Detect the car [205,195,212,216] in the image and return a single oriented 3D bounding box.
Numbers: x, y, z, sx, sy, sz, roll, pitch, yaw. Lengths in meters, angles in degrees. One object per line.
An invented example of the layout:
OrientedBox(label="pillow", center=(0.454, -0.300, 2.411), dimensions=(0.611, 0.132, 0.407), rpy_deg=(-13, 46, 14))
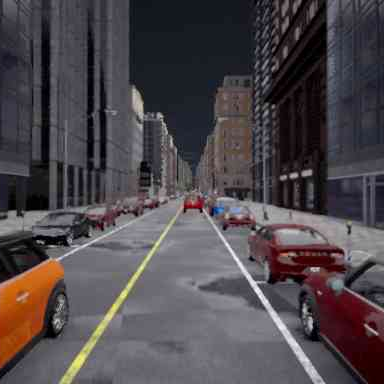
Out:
OrientedBox(label="car", center=(2.678, 1.345, 31.952), dimensions=(2.192, 1.841, 5.009), rpy_deg=(1, 0, 0))

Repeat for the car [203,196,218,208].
OrientedBox(label="car", center=(2.677, 1.490, 48.825), dimensions=(1.967, 1.590, 4.097), rpy_deg=(1, 0, 0))

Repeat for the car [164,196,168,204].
OrientedBox(label="car", center=(-5.849, 1.589, 59.912), dimensions=(1.752, 1.417, 4.829), rpy_deg=(1, 0, 0))

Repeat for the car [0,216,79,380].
OrientedBox(label="car", center=(-3.082, 1.355, 3.574), dimensions=(2.097, 1.767, 4.553), rpy_deg=(0, 0, 0))

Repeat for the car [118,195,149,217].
OrientedBox(label="car", center=(-5.847, 1.344, 31.960), dimensions=(2.192, 1.841, 5.009), rpy_deg=(1, 0, 0))

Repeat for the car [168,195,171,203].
OrientedBox(label="car", center=(-5.850, 1.616, 65.707), dimensions=(1.887, 1.381, 4.507), rpy_deg=(1, 0, 0))

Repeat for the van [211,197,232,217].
OrientedBox(label="van", center=(2.678, 1.365, 26.328), dimensions=(1.690, 1.788, 3.998), rpy_deg=(1, 0, 0))

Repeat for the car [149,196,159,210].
OrientedBox(label="car", center=(-5.850, 1.587, 43.208), dimensions=(1.887, 1.381, 4.507), rpy_deg=(1, 0, 0))

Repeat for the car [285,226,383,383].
OrientedBox(label="car", center=(2.677, 1.444, 3.830), dimensions=(1.967, 1.590, 4.097), rpy_deg=(1, 0, 0))

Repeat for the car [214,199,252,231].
OrientedBox(label="car", center=(2.677, 1.458, 20.703), dimensions=(1.967, 1.590, 4.097), rpy_deg=(1, 0, 0))

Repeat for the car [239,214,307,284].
OrientedBox(label="car", center=(2.677, 1.553, 9.455), dimensions=(1.887, 1.381, 4.507), rpy_deg=(1, 0, 0))

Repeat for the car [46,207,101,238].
OrientedBox(label="car", center=(-5.850, 1.578, 15.086), dimensions=(1.947, 1.339, 4.313), rpy_deg=(1, 0, 0))

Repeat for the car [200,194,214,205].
OrientedBox(label="car", center=(2.678, 1.379, 60.074), dimensions=(2.192, 1.841, 5.009), rpy_deg=(1, 0, 0))

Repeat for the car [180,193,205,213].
OrientedBox(label="car", center=(0.104, 1.259, 37.520), dimensions=(2.150, 2.045, 5.566), rpy_deg=(0, 0, 0))

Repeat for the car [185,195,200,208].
OrientedBox(label="car", center=(0.099, 1.403, 49.958), dimensions=(2.097, 1.767, 4.553), rpy_deg=(0, 0, 0))

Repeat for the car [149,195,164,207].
OrientedBox(label="car", center=(-5.847, 1.364, 48.833), dimensions=(2.192, 1.841, 5.009), rpy_deg=(1, 0, 0))

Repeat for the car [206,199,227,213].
OrientedBox(label="car", center=(2.676, 1.587, 37.576), dimensions=(2.008, 1.369, 4.403), rpy_deg=(1, 0, 0))

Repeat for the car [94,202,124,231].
OrientedBox(label="car", center=(-5.849, 1.562, 20.710), dimensions=(1.887, 1.381, 4.507), rpy_deg=(1, 0, 0))
